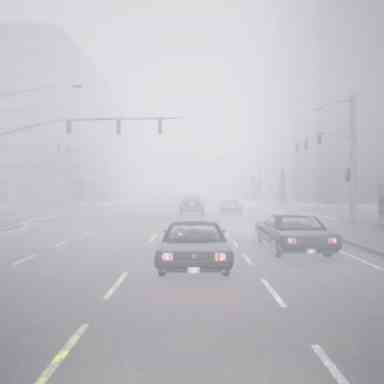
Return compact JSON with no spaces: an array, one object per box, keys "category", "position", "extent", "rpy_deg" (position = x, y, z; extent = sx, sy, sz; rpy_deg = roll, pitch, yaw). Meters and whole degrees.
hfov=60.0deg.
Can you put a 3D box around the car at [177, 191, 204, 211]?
[{"category":"car","position":[-0.046,1.024,30.008],"extent":[2.097,1.767,4.553],"rpy_deg":[0,1,-1]}]

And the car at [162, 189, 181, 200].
[{"category":"car","position":[-3.784,0.767,61.645],"extent":[2.128,1.511,4.902],"rpy_deg":[0,1,1]}]

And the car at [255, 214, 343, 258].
[{"category":"car","position":[3.572,1.456,12.147],"extent":[1.895,1.301,4.718],"rpy_deg":[0,1,0]}]

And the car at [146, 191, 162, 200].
[{"category":"car","position":[-7.283,0.626,61.692],"extent":[2.097,1.767,4.553],"rpy_deg":[0,1,1]}]

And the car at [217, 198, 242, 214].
[{"category":"car","position":[3.447,1.226,30.872],"extent":[1.994,1.385,4.181],"rpy_deg":[0,1,-1]}]

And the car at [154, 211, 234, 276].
[{"category":"car","position":[0.060,1.483,9.847],"extent":[1.895,1.301,4.718],"rpy_deg":[0,1,0]}]

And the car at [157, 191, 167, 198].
[{"category":"car","position":[-7.048,0.599,78.030],"extent":[1.812,1.442,4.674],"rpy_deg":[0,1,1]}]
